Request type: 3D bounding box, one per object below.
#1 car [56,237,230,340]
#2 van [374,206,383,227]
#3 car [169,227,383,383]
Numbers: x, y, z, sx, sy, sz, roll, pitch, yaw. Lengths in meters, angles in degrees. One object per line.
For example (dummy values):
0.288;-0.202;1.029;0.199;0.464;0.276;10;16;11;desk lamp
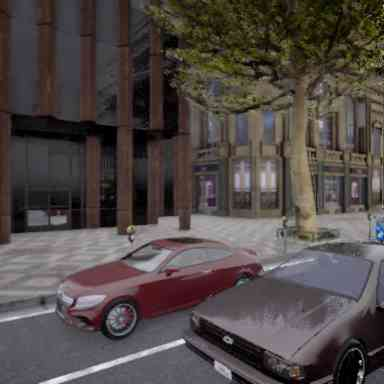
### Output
-0.391;1.580;6.488;4.206;1.307;1.802;0;0;-36;car
8.788;1.346;13.044;3.998;1.788;1.690;0;0;-36;van
2.501;1.546;5.166;5.357;1.411;2.033;0;0;-36;car
